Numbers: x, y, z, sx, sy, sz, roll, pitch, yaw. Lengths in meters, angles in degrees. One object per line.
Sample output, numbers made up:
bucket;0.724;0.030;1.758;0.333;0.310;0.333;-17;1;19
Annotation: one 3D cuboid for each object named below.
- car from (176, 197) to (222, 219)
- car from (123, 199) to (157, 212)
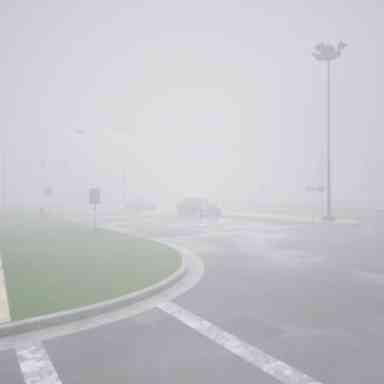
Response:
car;0.516;1.247;28.169;2.097;1.767;4.553;0;0;-34
car;-5.936;1.441;37.395;2.033;1.411;5.357;0;0;-35
